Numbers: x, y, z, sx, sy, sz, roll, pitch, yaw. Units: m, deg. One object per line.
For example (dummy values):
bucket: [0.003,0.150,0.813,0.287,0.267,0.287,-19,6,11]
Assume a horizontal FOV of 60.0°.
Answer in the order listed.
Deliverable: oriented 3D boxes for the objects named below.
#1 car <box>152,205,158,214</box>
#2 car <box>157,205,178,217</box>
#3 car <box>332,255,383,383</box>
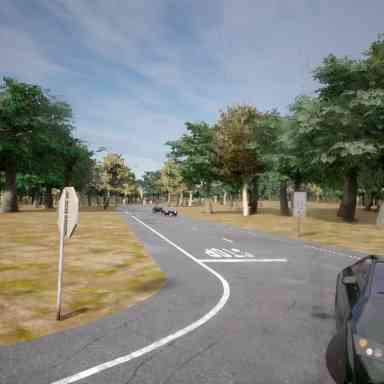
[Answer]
car: [-5.652,2.963,56.882,1.882,1.535,5.008,3,-2,-14]
car: [-3.410,2.852,48.032,1.895,1.301,4.718,3,-2,-13]
car: [3.105,1.643,4.618,1.994,1.385,4.181,1,-1,22]
